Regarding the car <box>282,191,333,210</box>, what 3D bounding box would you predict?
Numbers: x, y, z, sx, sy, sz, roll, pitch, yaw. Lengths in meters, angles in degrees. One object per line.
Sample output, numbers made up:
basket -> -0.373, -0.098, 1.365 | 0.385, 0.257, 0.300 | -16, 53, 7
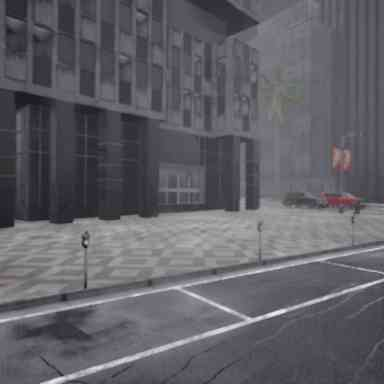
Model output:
car -> 13.475, 0.963, 39.990 | 2.150, 2.045, 5.566 | 0, 1, -35

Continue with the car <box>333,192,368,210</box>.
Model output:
car -> 17.817, 1.037, 39.483 | 2.150, 2.045, 5.566 | 0, 1, -35
